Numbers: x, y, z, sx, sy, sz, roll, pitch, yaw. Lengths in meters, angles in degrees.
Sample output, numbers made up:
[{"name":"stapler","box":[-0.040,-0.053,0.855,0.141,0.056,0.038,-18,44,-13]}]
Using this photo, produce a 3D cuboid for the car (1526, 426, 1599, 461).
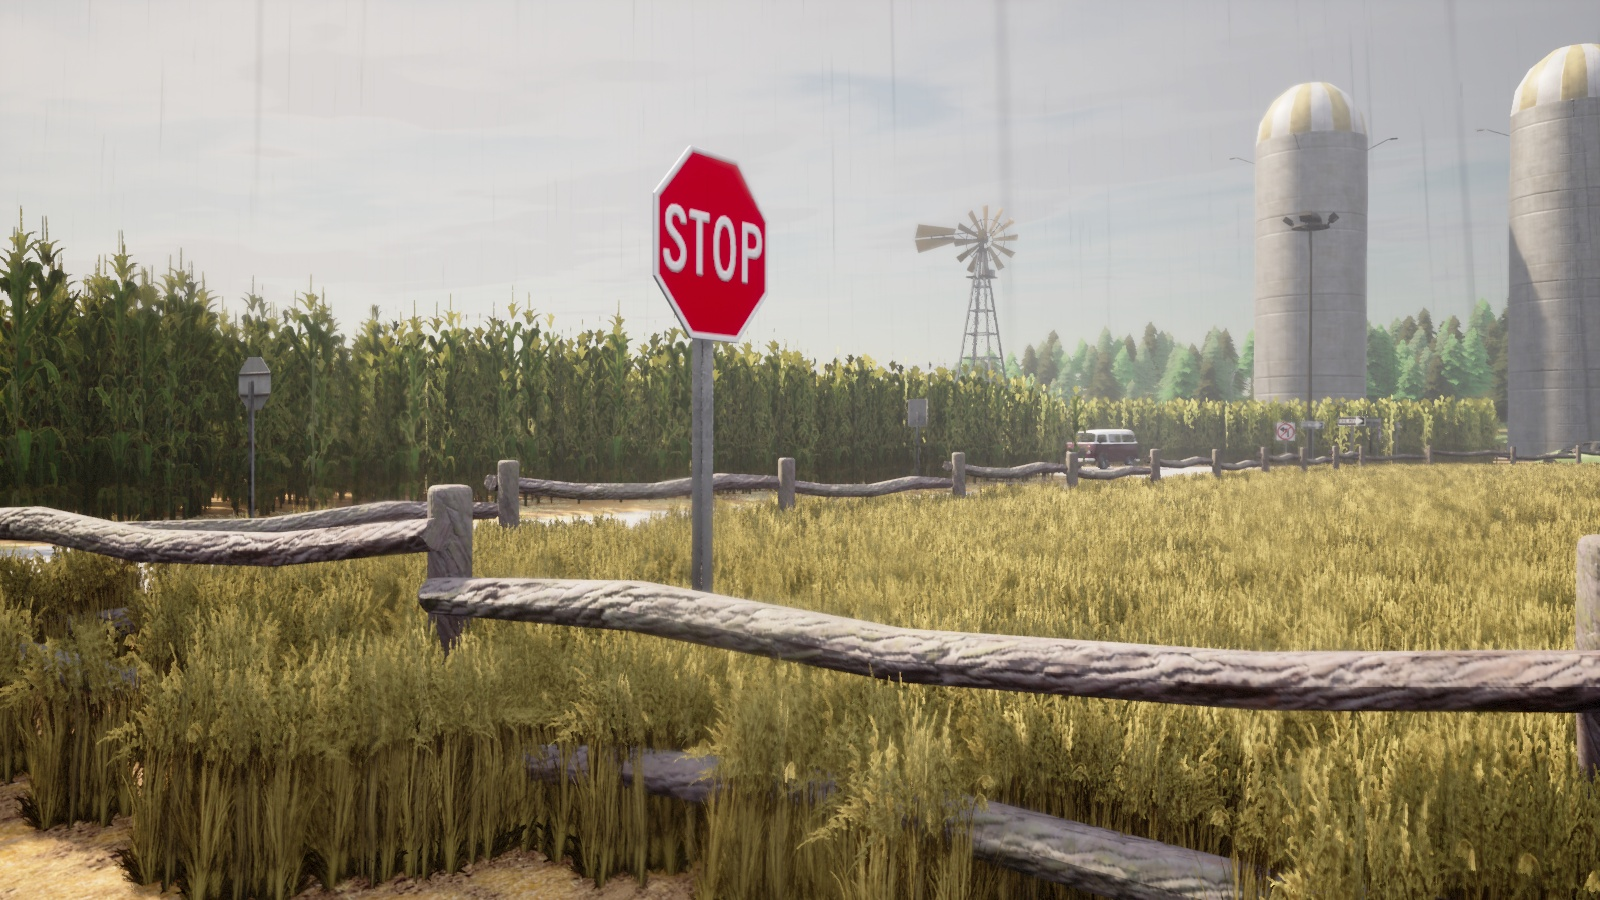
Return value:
[{"name":"car","box":[34.476,-0.292,54.654,2.007,1.525,4.514,-1,1,-37]}]

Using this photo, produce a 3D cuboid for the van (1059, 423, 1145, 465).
[{"name":"van","box":[15.415,-0.314,64.028,4.480,2.038,2.069,-1,0,-43]}]
